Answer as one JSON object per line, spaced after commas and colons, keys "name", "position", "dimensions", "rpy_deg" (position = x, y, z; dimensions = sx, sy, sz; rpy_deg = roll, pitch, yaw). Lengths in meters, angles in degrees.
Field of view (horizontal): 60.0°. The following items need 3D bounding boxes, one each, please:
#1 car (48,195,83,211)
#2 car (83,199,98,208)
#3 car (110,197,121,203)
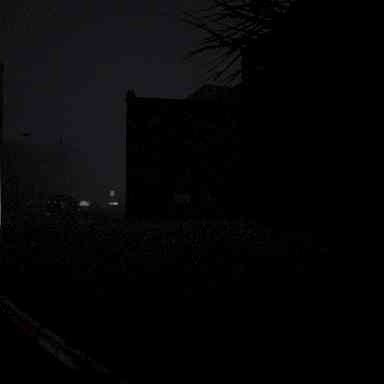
{"name": "car", "position": [-16.750, 1.398, 43.498], "dimensions": [2.150, 2.045, 5.566], "rpy_deg": [1, 0, 2]}
{"name": "car", "position": [-16.523, 1.777, 53.217], "dimensions": [1.812, 1.442, 4.674], "rpy_deg": [1, 0, 2]}
{"name": "car", "position": [-19.151, 1.916, 83.366], "dimensions": [2.128, 1.511, 4.902], "rpy_deg": [1, -1, 2]}
